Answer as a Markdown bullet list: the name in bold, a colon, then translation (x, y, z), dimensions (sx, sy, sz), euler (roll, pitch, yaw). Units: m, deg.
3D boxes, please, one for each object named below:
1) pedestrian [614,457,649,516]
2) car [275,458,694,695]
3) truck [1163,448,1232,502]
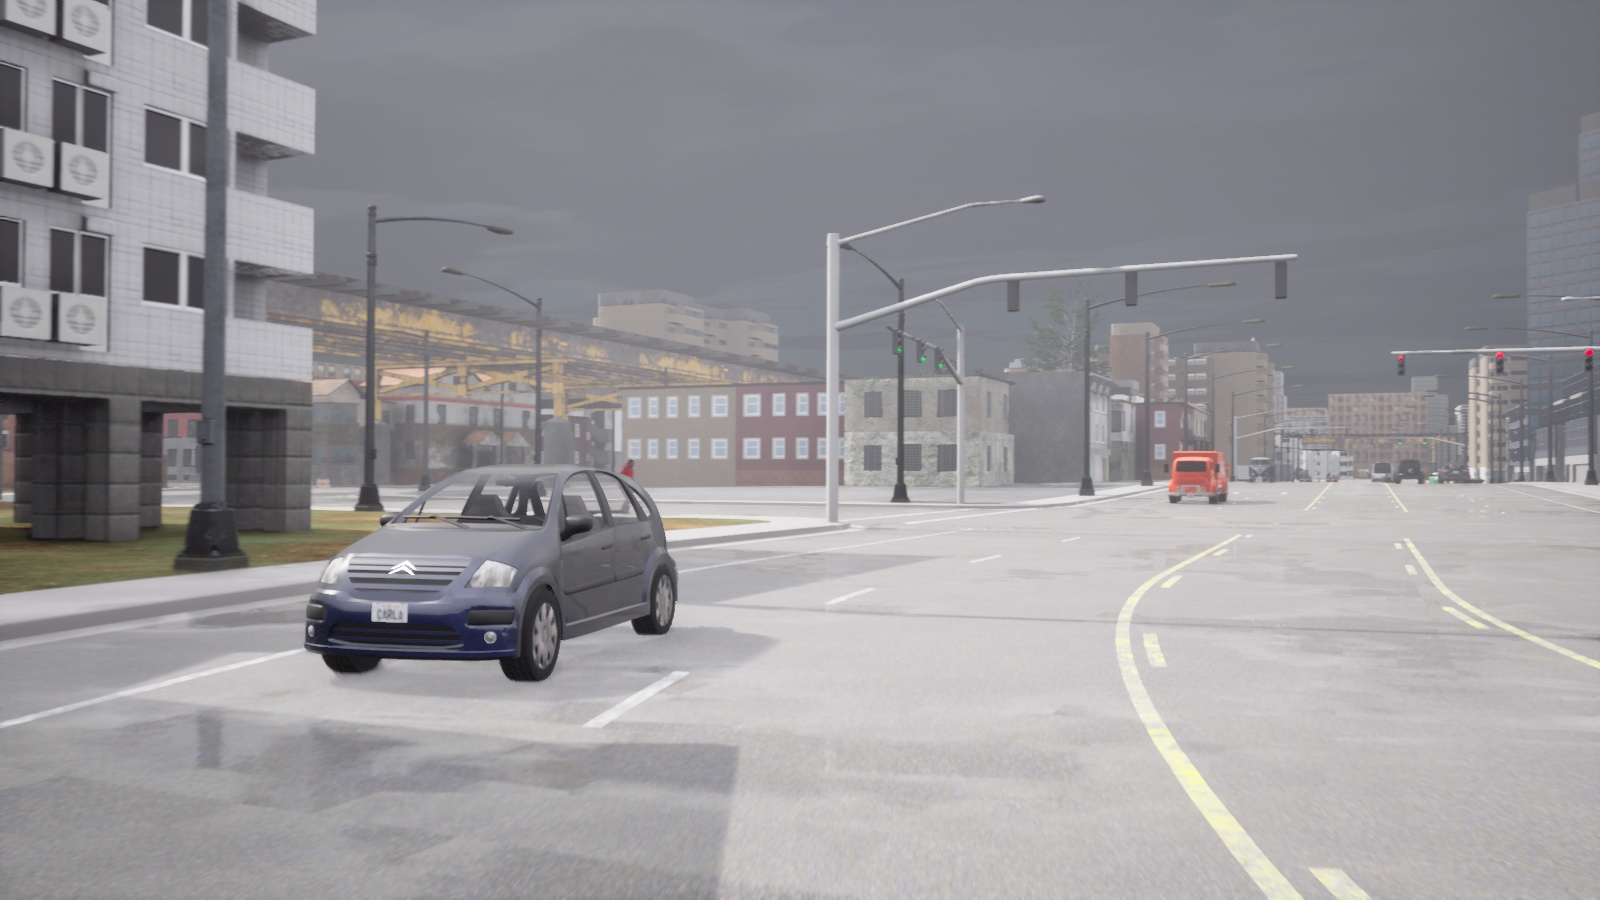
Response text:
- **pedestrian**: translation (-5.340, 1.153, 39.877), dimensions (0.899, 1.844, 0.634), euler (-1, -1, 22)
- **car**: translation (-2.408, 0.900, 10.733), dimensions (1.851, 1.617, 3.988), euler (0, -1, 13)
- **truck**: translation (19.200, 1.144, 60.478), dimensions (2.627, 2.467, 5.204), euler (-1, 0, 24)
